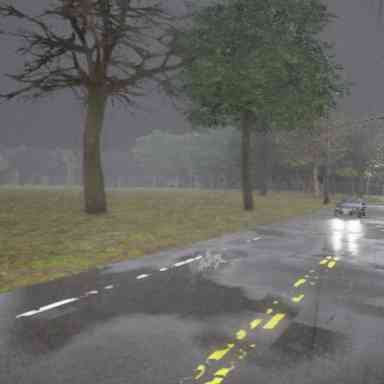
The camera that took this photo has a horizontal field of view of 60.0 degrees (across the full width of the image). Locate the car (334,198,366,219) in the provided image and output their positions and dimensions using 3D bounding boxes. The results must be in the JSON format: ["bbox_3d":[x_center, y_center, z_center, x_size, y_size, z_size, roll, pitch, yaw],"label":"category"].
[{"bbox_3d":[12.603,1.206,26.380,2.128,1.511,4.902,1,1,33],"label":"car"}]
